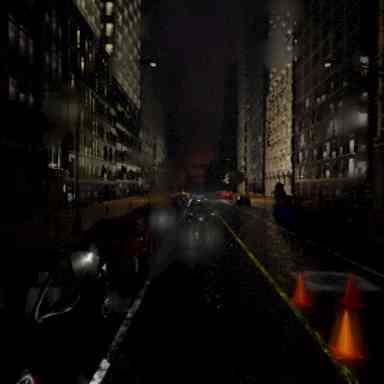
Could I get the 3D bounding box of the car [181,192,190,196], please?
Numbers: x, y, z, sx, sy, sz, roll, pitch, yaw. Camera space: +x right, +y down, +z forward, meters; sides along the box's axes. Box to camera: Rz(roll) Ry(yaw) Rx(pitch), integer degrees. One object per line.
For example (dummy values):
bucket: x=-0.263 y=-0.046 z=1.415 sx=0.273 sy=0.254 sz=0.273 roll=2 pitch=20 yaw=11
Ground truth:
car: x=-1.721 y=1.067 z=44.078 sx=2.008 sy=1.369 sz=4.403 roll=0 pitch=1 yaw=1

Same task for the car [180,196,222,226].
car: x=0.552 y=1.265 z=21.538 sx=2.128 sy=1.511 sz=4.902 roll=0 pitch=1 yaw=1

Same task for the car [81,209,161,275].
car: x=-2.215 y=1.420 z=9.982 sx=1.887 sy=1.381 sz=4.507 roll=0 pitch=1 yaw=1

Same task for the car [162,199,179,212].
car: x=-2.051 y=1.338 z=21.348 sx=1.802 sy=1.307 sz=4.206 roll=0 pitch=1 yaw=1

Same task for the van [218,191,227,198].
van: x=7.153 y=0.561 z=78.052 sx=1.690 sy=1.788 sz=3.998 roll=0 pitch=1 yaw=1

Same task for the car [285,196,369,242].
car: x=6.246 y=1.196 z=15.542 sx=2.192 sy=1.841 sz=5.009 roll=0 pitch=1 yaw=1

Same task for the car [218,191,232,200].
car: x=6.988 y=0.655 z=66.686 sx=2.192 sy=1.841 sz=5.009 roll=0 pitch=1 yaw=1

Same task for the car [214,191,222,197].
car: x=7.400 y=0.477 z=95.101 sx=1.967 sy=1.590 sz=4.097 roll=0 pitch=1 yaw=1

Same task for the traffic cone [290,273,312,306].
traffic cone: x=2.155 y=1.900 z=6.586 sx=0.340 sy=0.580 sz=0.340 roll=0 pitch=1 yaw=1

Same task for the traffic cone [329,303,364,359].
traffic cone: x=2.126 y=1.921 z=4.587 sx=0.340 sy=0.580 sz=0.340 roll=0 pitch=1 yaw=1

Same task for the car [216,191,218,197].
car: x=7.071 y=0.595 z=72.369 sx=2.192 sy=1.841 sz=5.009 roll=0 pitch=1 yaw=1

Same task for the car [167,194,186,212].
car: x=-1.886 y=1.187 z=32.713 sx=2.008 sy=1.369 sz=4.403 roll=0 pitch=1 yaw=1

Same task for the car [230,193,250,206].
car: x=6.659 y=1.132 z=43.957 sx=2.008 sy=1.369 sz=4.403 roll=0 pitch=1 yaw=1

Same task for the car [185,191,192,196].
car: x=-0.978 y=0.522 z=95.223 sx=2.008 sy=1.369 sz=4.403 roll=0 pitch=1 yaw=1

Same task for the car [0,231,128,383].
car: x=-2.298 y=1.501 z=4.300 sx=1.947 sy=1.339 sz=4.313 roll=0 pitch=1 yaw=1

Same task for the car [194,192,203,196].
car: x=1.365 y=0.731 z=70.783 sx=1.882 sy=1.535 sz=5.008 roll=0 pitch=0 yaw=1

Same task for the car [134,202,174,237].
car: x=-2.134 y=1.367 z=15.665 sx=2.008 sy=1.369 sz=4.403 roll=0 pitch=1 yaw=1

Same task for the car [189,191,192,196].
car: x=-1.473 y=0.776 z=61.125 sx=1.967 sy=1.590 sz=4.097 roll=0 pitch=1 yaw=1

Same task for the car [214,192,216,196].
car: x=7.236 y=0.599 z=83.736 sx=1.967 sy=1.590 sz=4.097 roll=0 pitch=1 yaw=1

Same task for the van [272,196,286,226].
van: x=6.328 y=1.162 z=21.225 sx=1.690 sy=1.788 sz=3.998 roll=0 pitch=1 yaw=1

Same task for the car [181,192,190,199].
car: x=-1.310 y=0.742 z=72.322 sx=1.752 sy=1.417 sz=4.829 roll=0 pitch=1 yaw=1

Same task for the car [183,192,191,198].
car: x=-1.144 y=0.660 z=83.858 sx=1.947 sy=1.339 sz=4.313 roll=0 pitch=1 yaw=1

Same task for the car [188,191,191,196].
car: x=-1.556 y=0.978 z=55.444 sx=1.802 sy=1.307 sz=4.206 roll=0 pitch=1 yaw=1

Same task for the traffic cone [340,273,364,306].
traffic cone: x=3.155 y=1.908 z=6.572 sx=0.340 sy=0.580 sz=0.340 roll=0 pitch=1 yaw=1
